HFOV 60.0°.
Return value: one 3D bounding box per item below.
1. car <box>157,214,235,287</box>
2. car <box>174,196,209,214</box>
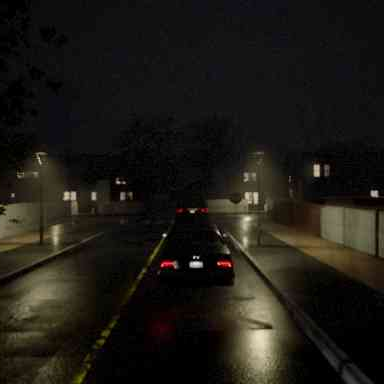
[{"bbox_3d":[0.080,1.585,9.512,2.033,1.411,5.357,0,0,0],"label":"car"},{"bbox_3d":[-0.069,1.314,23.034,2.150,2.045,5.566,0,0,-2],"label":"car"}]
